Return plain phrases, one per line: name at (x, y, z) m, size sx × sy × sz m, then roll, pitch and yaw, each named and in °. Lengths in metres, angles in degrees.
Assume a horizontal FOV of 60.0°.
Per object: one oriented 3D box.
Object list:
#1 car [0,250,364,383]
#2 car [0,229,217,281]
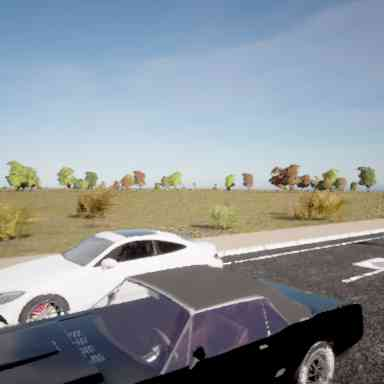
car at (-0.284, 1.595, 3.483) m, size 4.718 × 1.301 × 1.895 m, roll 0°, pitch 0°, yaw -36°
car at (-1.464, 1.516, 6.634) m, size 4.674 × 1.442 × 1.812 m, roll 0°, pitch 0°, yaw -35°
